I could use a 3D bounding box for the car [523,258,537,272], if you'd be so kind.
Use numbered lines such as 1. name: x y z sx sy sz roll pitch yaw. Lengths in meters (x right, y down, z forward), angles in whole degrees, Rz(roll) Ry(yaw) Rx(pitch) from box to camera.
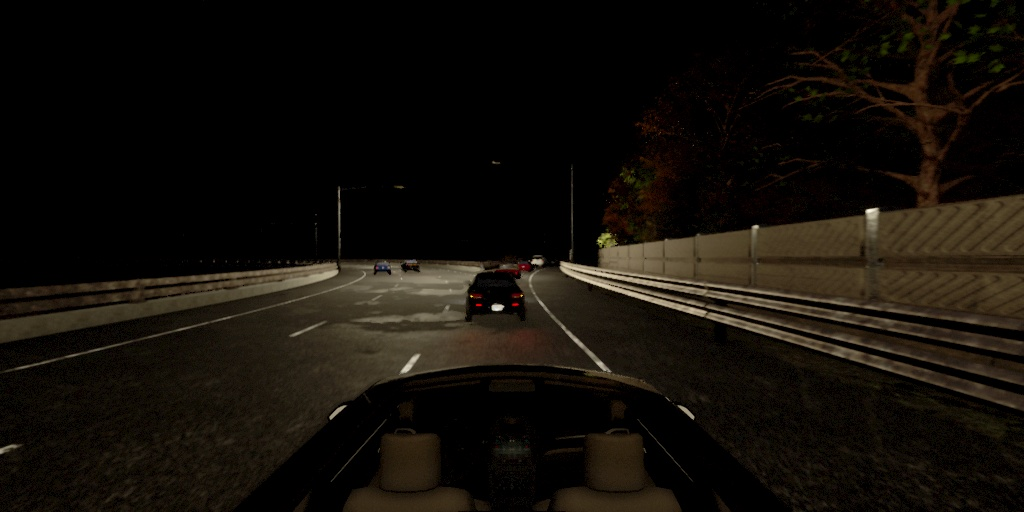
1. car: 1.673 1.291 45.892 1.994 1.385 4.181 0 0 8

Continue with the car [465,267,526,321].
1. car: -0.626 1.274 12.330 1.812 1.442 4.674 0 0 -5

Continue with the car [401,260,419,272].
1. car: -12.857 1.268 45.110 2.128 1.511 4.902 0 0 -23

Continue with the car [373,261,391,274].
1. car: -15.004 1.333 41.430 2.033 1.411 5.357 0 0 -22

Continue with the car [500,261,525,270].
1. car: -0.179 1.340 29.652 1.895 1.301 4.718 0 0 3

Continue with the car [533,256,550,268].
1. car: 4.829 0.959 62.493 2.150 2.045 5.566 0 0 12
